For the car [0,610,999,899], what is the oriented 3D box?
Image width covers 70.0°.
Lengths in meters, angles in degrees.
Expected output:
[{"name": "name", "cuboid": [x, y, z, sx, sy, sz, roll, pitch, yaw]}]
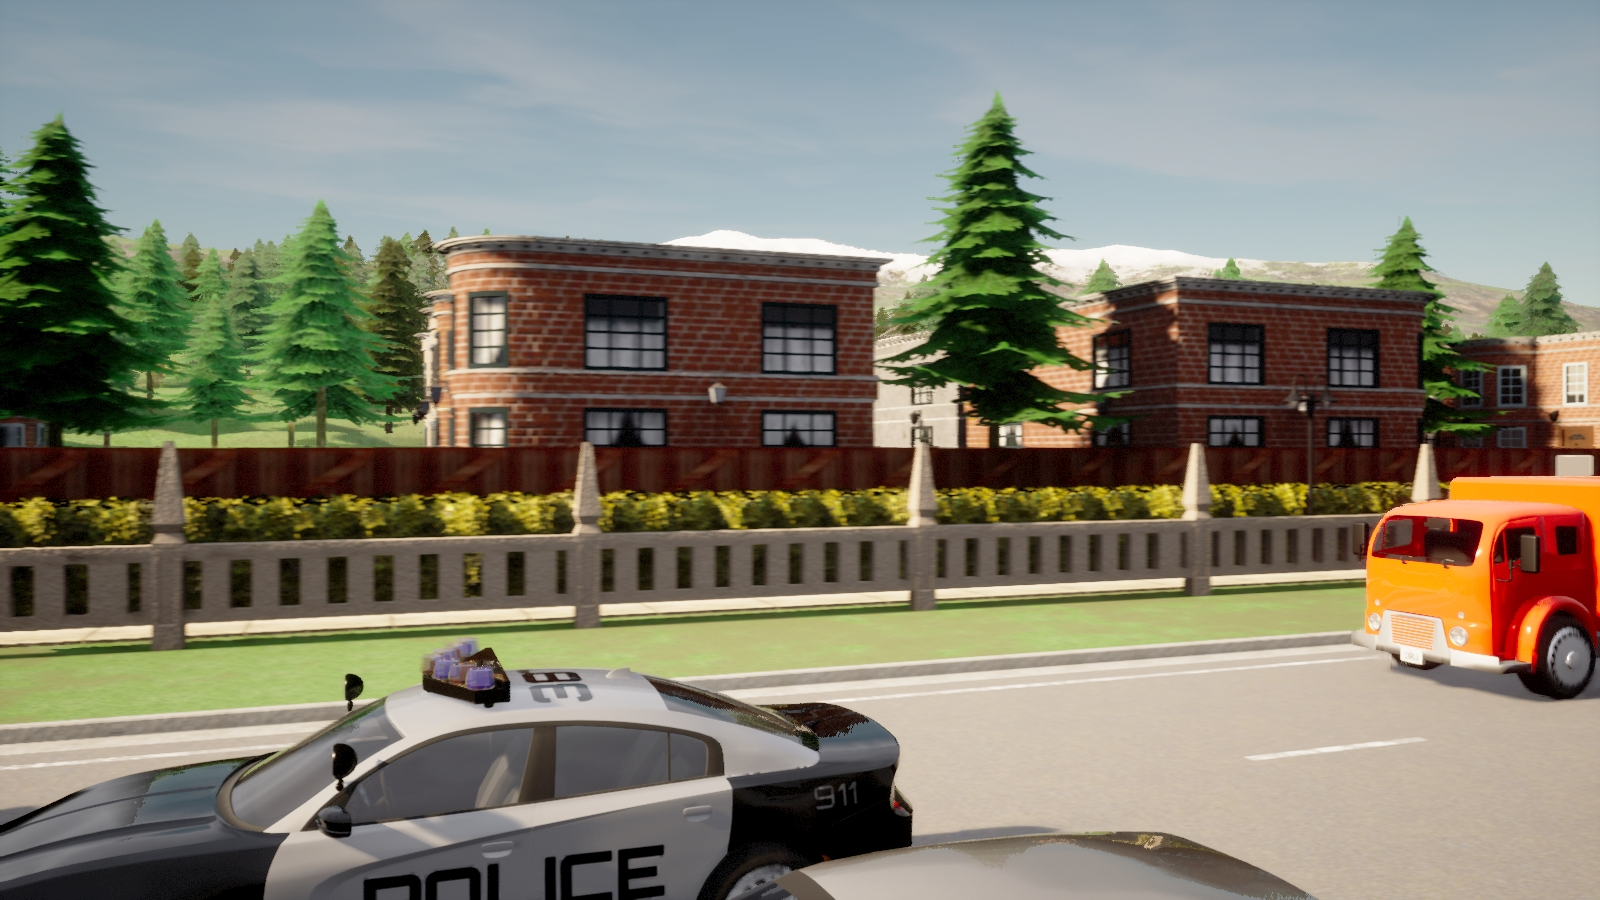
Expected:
[{"name": "car", "cuboid": [-1.721, 1.982, 6.397, 5.238, 1.638, 2.097, 0, 0, -20]}]

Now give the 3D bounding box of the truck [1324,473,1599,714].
[{"name": "truck", "cuboid": [9.584, 1.568, 14.237, 5.204, 2.467, 2.627, 0, 0, -20]}]

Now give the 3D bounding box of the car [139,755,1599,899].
[{"name": "car", "cuboid": [0.271, 2.065, 3.400, 4.193, 1.474, 1.816, 0, 0, -20]}]
